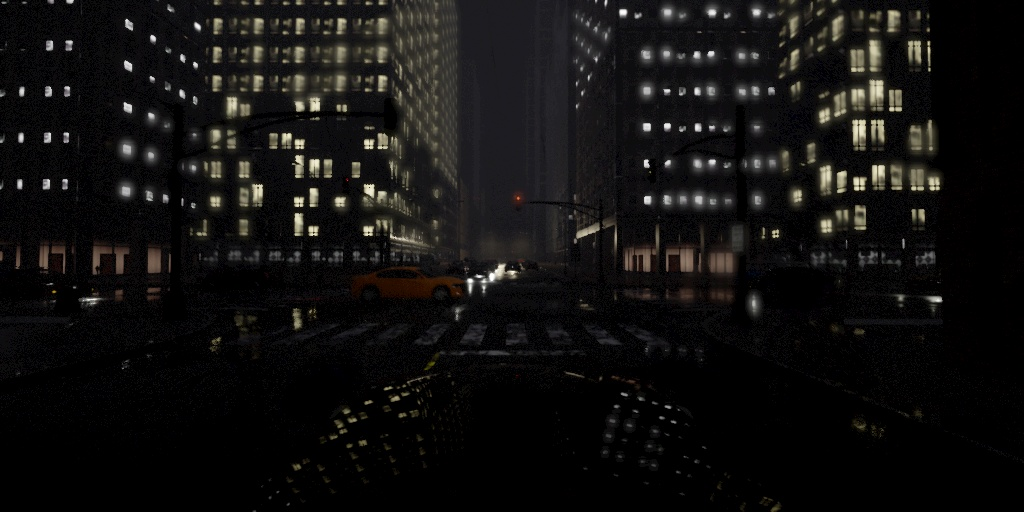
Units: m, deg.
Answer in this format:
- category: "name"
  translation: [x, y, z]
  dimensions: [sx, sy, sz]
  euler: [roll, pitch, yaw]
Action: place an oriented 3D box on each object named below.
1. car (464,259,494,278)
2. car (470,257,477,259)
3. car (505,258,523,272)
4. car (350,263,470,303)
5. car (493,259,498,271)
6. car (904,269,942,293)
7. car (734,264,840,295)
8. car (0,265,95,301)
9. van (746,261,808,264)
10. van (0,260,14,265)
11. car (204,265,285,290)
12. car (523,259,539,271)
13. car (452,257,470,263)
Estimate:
- category: "car"
  translation: [-3.104, 1.305, 34.463]
  dimensions: [2.033, 1.411, 5.357]
  euler: [0, 0, 0]
- category: "car"
  translation: [-5.693, 1.075, 48.693]
  dimensions: [2.192, 1.841, 5.009]
  euler: [0, 0, 0]
- category: "car"
  translation: [0.091, 1.324, 46.837]
  dimensions: [1.994, 1.385, 4.181]
  euler: [0, 0, 0]
- category: "car"
  translation: [-4.639, 1.233, 16.280]
  dimensions: [5.008, 1.535, 1.882]
  euler: [0, 0, 0]
- category: "car"
  translation: [-3.102, 1.360, 44.373]
  dimensions: [1.895, 1.301, 4.718]
  euler: [0, 0, 0]
- category: "car"
  translation: [24.352, 1.310, 19.437]
  dimensions: [5.008, 1.535, 1.882]
  euler: [0, -1, 0]
- category: "car"
  translation: [14.872, 1.319, 19.461]
  dimensions: [4.892, 1.490, 1.837]
  euler: [0, -1, 0]
- category: "car"
  translation: [-21.913, 1.255, 16.345]
  dimensions: [4.181, 1.385, 1.994]
  euler: [0, -1, 0]
- category: "van"
  translation: [15.980, 1.207, 22.033]
  dimensions: [3.998, 1.789, 1.690]
  euler: [0, 0, 0]
- category: "van"
  translation: [-33.439, 1.129, 22.142]
  dimensions: [3.998, 1.789, 1.690]
  euler: [0, 0, 0]
- category: "car"
  translation: [-16.494, 1.252, 22.105]
  dimensions: [4.097, 1.591, 1.967]
  euler: [0, 0, 0]
- category: "car"
  translation: [2.688, 1.342, 48.755]
  dimensions: [1.802, 1.307, 4.207]
  euler: [0, 0, 0]
- category: "car"
  translation: [-5.692, 1.197, 37.542]
  dimensions: [1.967, 1.591, 4.097]
  euler: [0, 0, 0]
